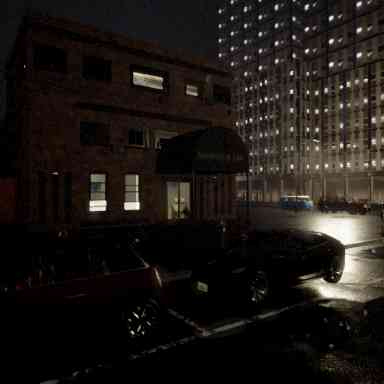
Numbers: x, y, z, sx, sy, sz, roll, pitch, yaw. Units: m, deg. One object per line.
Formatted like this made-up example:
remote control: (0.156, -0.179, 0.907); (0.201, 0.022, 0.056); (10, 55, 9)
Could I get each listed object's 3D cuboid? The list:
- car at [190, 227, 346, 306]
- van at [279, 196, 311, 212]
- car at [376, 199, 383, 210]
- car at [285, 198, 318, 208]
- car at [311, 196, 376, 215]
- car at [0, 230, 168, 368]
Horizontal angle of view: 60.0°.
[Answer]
car: (1.988, 1.565, 8.056); (4.313, 1.339, 1.947); (0, 0, -35)
van: (11.726, 1.324, 37.590); (1.690, 1.788, 3.998); (0, 0, -35)
car: (21.771, 1.497, 37.840); (2.008, 1.369, 4.403); (0, 0, -35)
car: (15.432, 1.512, 46.930); (1.802, 1.307, 4.206); (0, 0, -35)
car: (14.896, 1.306, 33.045); (2.192, 1.841, 5.009); (0, 0, -35)
car: (-2.475, 1.440, 4.802); (4.097, 1.590, 1.967); (0, 0, -35)
